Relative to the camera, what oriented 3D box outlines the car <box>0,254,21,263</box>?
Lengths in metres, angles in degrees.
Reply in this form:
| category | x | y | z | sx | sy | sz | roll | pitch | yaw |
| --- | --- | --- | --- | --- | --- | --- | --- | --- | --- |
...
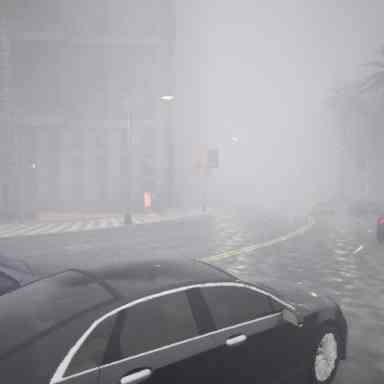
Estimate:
| category | x | y | z | sx | sy | sz | roll | pitch | yaw |
| --- | --- | --- | --- | --- | --- | --- | --- | --- | --- |
| car | -3.799 | 1.541 | 4.932 | 5.357 | 1.411 | 2.033 | 0 | 0 | -36 |

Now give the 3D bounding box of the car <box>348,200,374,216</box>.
| category | x | y | z | sx | sy | sz | roll | pitch | yaw |
| --- | --- | --- | --- | --- | --- | --- | --- | --- | --- |
| car | 16.148 | 1.478 | 31.439 | 2.128 | 1.511 | 4.902 | 0 | 0 | 12 |

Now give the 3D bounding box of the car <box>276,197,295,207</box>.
| category | x | y | z | sx | sy | sz | roll | pitch | yaw |
| --- | --- | --- | --- | --- | --- | --- | --- | --- | --- |
| car | 13.938 | 1.447 | 49.764 | 1.882 | 1.535 | 5.008 | 0 | 0 | 1 |

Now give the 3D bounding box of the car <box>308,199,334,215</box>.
| category | x | y | z | sx | sy | sz | roll | pitch | yaw |
| --- | --- | --- | --- | --- | --- | --- | --- | --- | --- |
| car | 13.109 | 1.460 | 33.984 | 1.882 | 1.535 | 5.008 | 0 | 0 | 11 |

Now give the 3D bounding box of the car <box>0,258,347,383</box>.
| category | x | y | z | sx | sy | sz | roll | pitch | yaw |
| --- | --- | --- | --- | --- | --- | --- | --- | --- | --- |
| car | -0.190 | 1.502 | 3.574 | 4.892 | 1.490 | 1.837 | 0 | 1 | -38 |

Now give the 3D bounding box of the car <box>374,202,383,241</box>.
| category | x | y | z | sx | sy | sz | roll | pitch | yaw |
| --- | --- | --- | --- | --- | --- | --- | --- | --- | --- |
| car | 10.200 | 1.346 | 16.089 | 2.097 | 1.767 | 4.553 | 0 | 0 | 31 |
